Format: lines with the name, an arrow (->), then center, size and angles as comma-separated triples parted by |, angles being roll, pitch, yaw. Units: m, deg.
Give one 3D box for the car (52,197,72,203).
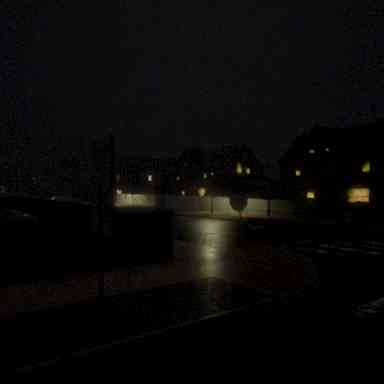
car -> -17.053, 1.263, 43.150 | 1.895, 1.301, 4.718 | 0, 0, -36
